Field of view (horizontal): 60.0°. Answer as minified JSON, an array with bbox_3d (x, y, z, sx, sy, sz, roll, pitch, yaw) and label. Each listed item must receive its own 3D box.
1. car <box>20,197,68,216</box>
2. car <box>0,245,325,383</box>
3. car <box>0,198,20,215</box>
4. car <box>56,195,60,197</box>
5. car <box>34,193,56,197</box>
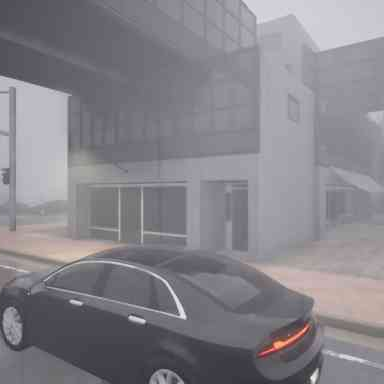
[{"bbox_3d":[-14.000,1.505,33.205,1.837,1.490,4.892,0,0,36],"label":"car"},{"bbox_3d":[-0.809,1.505,4.569,4.892,1.490,1.837,0,0,36],"label":"car"},{"bbox_3d":[-18.377,1.564,33.151,1.994,1.385,4.181,0,0,36],"label":"car"},{"bbox_3d":[-29.522,1.364,72.196,3.905,1.438,1.784,0,0,35],"label":"car"},{"bbox_3d":[-31.249,1.153,69.870,4.605,1.855,1.932,0,0,35],"label":"car"}]
